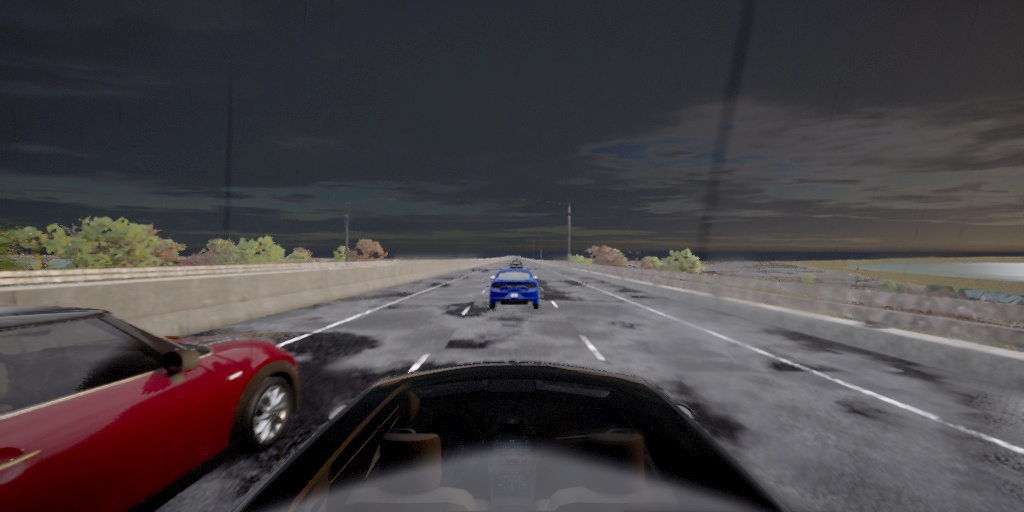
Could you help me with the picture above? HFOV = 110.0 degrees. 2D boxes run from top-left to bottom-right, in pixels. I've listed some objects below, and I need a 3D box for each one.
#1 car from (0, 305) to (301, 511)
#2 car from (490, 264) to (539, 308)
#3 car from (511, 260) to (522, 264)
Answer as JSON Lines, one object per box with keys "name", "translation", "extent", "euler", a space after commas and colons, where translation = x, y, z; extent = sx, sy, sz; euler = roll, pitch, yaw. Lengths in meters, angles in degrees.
{"name": "car", "translation": [-3.504, 1.102, 2.313], "extent": [2.097, 1.767, 4.553], "euler": [0, 0, 0]}
{"name": "car", "translation": [0.101, 1.278, 15.463], "extent": [1.882, 1.535, 5.008], "euler": [0, 0, 0]}
{"name": "car", "translation": [0.579, 1.450, 48.608], "extent": [1.837, 1.490, 4.892], "euler": [0, 0, 1]}
